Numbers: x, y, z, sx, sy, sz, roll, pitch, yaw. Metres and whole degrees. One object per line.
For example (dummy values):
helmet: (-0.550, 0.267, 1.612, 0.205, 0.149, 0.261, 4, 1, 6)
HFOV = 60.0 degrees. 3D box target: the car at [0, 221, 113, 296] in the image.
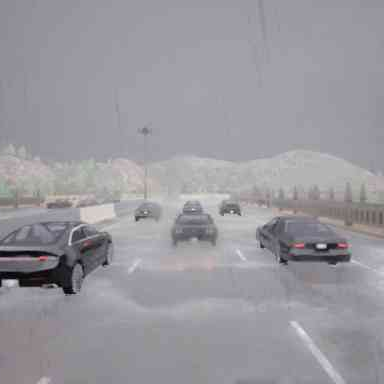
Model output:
car: (-3.403, 1.495, 8.667, 2.128, 1.511, 4.902, 0, 0, 0)

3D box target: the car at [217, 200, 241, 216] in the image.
car: (3.591, 1.518, 32.415, 1.837, 1.490, 4.892, 0, 0, 0)

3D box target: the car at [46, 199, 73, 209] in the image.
car: (-17.595, 1.618, 44.315, 1.895, 1.301, 4.718, 0, 0, 0)

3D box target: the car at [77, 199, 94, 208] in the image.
car: (-14.092, 1.583, 45.168, 1.994, 1.385, 4.181, 0, 0, 0)

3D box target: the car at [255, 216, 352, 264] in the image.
car: (3.597, 1.552, 11.755, 2.033, 1.411, 5.357, 0, 0, 0)

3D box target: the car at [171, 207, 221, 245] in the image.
car: (0.096, 1.607, 15.500, 1.895, 1.301, 4.718, 0, 0, 0)

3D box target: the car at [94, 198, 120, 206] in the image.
car: (-10.594, 1.508, 42.965, 2.128, 1.511, 4.902, 0, 0, 0)

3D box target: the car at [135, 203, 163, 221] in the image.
car: (-3.407, 1.558, 26.961, 2.033, 1.411, 5.357, 0, 0, 0)

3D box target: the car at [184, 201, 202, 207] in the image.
car: (0.090, 1.577, 33.013, 1.994, 1.385, 4.181, 0, 0, 0)
